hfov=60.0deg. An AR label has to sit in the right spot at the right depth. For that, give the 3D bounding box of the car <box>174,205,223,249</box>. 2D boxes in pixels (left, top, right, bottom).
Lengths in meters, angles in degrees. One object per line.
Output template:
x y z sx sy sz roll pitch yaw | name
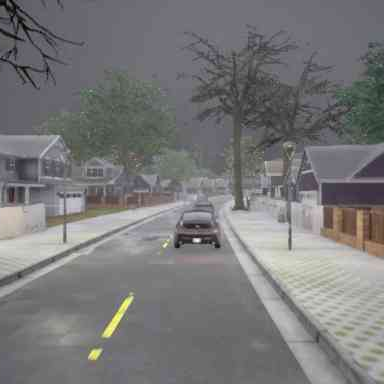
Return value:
0.267 1.515 14.587 1.837 1.490 4.892 0 0 2 | car

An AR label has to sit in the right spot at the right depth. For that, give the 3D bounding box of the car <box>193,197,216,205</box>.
1.068 1.485 29.514 2.128 1.511 4.902 0 0 4 | car
